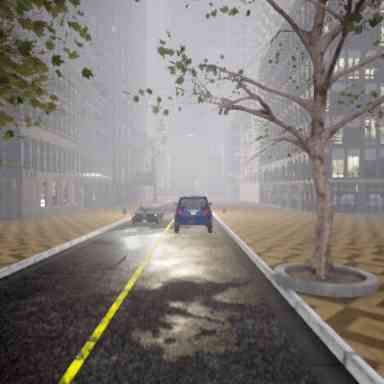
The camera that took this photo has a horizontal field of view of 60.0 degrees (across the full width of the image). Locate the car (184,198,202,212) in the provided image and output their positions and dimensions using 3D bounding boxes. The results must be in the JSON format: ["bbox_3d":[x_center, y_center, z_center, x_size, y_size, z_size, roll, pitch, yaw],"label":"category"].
[{"bbox_3d":[0.110,1.494,39.105,2.033,1.411,5.357,0,0,0],"label":"car"}]

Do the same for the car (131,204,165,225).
[{"bbox_3d":[-3.045,1.564,23.620,1.895,1.301,4.718,0,0,1],"label":"car"}]

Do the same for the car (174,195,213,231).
[{"bbox_3d":[0.082,1.191,20.234,2.150,2.045,5.566,0,0,0],"label":"car"}]
